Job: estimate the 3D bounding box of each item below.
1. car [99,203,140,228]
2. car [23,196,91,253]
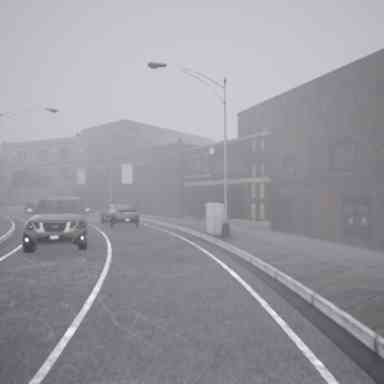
[{"bbox_3d":[-4.913,1.478,22.178,2.128,1.511,4.902,0,0,-26],"label":"car"},{"bbox_3d":[-5.564,1.205,14.154,2.150,2.045,5.566,0,0,-17],"label":"car"}]
